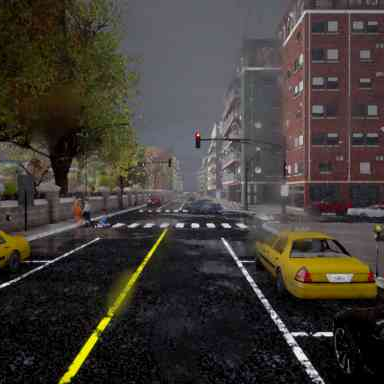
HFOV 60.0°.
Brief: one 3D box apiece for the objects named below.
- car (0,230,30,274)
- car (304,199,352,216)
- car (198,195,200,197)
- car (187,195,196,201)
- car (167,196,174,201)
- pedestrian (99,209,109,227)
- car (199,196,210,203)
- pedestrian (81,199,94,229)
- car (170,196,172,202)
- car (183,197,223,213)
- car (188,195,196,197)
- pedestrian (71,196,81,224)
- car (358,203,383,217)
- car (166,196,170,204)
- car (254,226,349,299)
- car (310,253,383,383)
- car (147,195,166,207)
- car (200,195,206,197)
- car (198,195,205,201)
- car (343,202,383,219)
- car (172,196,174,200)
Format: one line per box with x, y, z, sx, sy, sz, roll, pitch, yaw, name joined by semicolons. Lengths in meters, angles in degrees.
-5.703;1.526;7.998;1.752;1.417;4.829;0;0;0;car
14.570;1.598;35.188;5.009;1.841;2.192;1;-1;0;car
2.606;1.575;62.816;1.887;1.381;4.507;0;0;0;car
-0.112;1.495;87.479;2.128;1.511;4.902;0;0;0;car
-5.809;1.643;90.481;1.802;1.307;4.206;0;0;0;car
-5.529;1.578;20.956;0.375;1.300;0.375;0;0;0;pedestrian
2.599;1.587;68.352;2.008;1.369;4.403;0;0;0;car
-6.404;1.297;20.354;0.375;1.860;0.375;0;0;0;pedestrian
-5.781;1.581;68.340;1.887;1.381;4.507;0;0;0;car
1.137;1.557;36.947;2.033;1.411;5.357;0;0;-35;car
-0.098;1.592;77.468;1.994;1.385;4.181;0;0;0;car
-7.433;1.158;21.552;0.375;1.860;0.375;0;0;0;pedestrian
20.260;1.931;35.210;4.507;1.381;1.887;1;-1;0;car
-5.775;1.470;62.805;1.967;1.590;4.097;0;0;0;car
2.677;1.526;8.350;1.752;1.417;4.829;0;0;0;car
2.685;1.566;2.549;1.947;1.339;4.313;0;0;0;car
-5.761;1.335;51.735;2.192;1.841;5.009;0;0;0;car
2.613;1.550;57.451;1.752;1.417;4.829;0;0;0;car
2.571;1.606;90.492;1.887;1.381;4.507;0;0;0;car
17.887;1.953;32.596;4.718;1.301;1.895;1;0;0;car
-5.795;1.630;79.410;1.802;1.307;4.206;0;0;0;car
